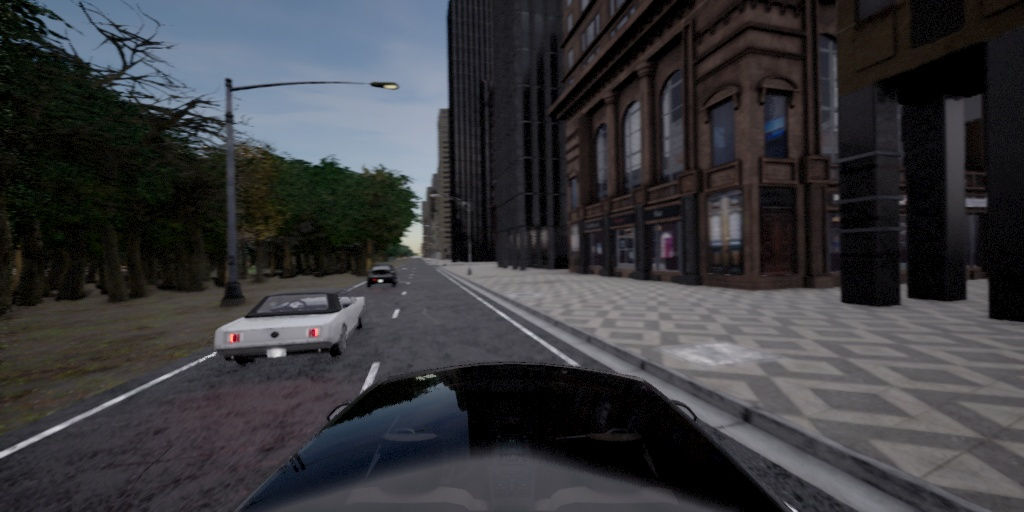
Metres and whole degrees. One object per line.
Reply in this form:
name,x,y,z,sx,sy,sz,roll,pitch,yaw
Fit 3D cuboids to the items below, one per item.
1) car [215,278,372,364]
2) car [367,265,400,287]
car,-4.711,1.428,8.480,1.895,1.301,4.718,-1,0,-15
car,-9.200,1.375,25.758,1.837,1.490,4.892,-1,0,-15
